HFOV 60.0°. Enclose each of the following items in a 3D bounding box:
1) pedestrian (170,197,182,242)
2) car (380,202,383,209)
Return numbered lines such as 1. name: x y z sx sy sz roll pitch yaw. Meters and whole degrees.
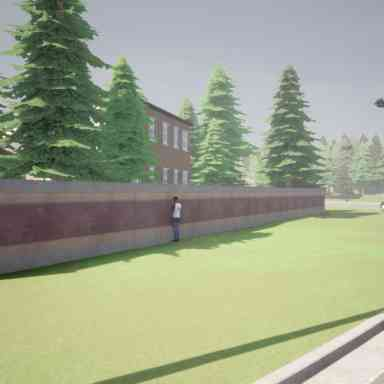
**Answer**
1. pedestrian: -0.631 1.079 13.553 0.375 1.860 0.375 0 0 -42
2. car: 25.211 1.505 40.670 1.837 1.490 4.892 0 0 -6
